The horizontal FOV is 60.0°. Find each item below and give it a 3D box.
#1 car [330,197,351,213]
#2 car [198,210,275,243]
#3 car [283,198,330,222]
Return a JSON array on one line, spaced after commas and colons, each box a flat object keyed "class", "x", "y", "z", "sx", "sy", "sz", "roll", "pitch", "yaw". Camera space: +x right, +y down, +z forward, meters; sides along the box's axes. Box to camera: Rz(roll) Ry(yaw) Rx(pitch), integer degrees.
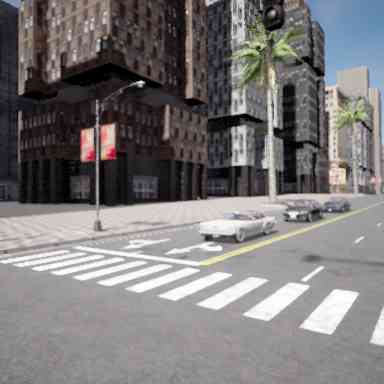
[{"class": "car", "x": 14.441, "y": 1.245, "z": 33.170, "sx": 2.033, "sy": 1.411, "sz": 5.357, "roll": -1, "pitch": 0, "yaw": 36}, {"class": "car", "x": 2.283, "y": 1.566, "z": 16.170, "sx": 1.895, "sy": 1.301, "sz": 4.718, "roll": -1, "pitch": 0, "yaw": 36}, {"class": "car", "x": 8.261, "y": 1.336, "z": 24.538, "sx": 2.128, "sy": 1.511, "sz": 4.902, "roll": -1, "pitch": 0, "yaw": 36}]
